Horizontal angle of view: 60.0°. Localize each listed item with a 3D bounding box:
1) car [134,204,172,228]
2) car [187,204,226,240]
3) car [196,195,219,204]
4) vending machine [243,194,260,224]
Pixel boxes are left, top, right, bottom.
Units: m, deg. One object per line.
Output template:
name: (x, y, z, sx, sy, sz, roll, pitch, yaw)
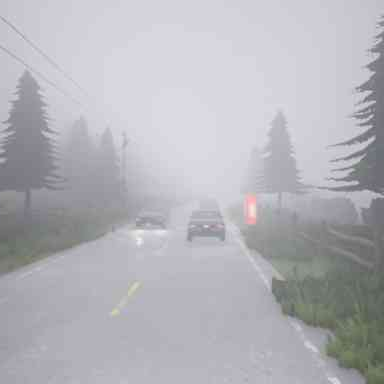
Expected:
car: (-2.443, 1.537, 22.302, 2.033, 1.411, 5.357, 0, 0, 3)
car: (0.722, 1.550, 17.011, 2.033, 1.411, 5.357, 0, 0, 2)
car: (1.936, 1.358, 36.817, 2.097, 1.767, 4.553, 0, 0, 5)
vending machine: (4.267, 1.211, 24.035, 1.100, 2.100, 0.880, 0, 0, 3)
